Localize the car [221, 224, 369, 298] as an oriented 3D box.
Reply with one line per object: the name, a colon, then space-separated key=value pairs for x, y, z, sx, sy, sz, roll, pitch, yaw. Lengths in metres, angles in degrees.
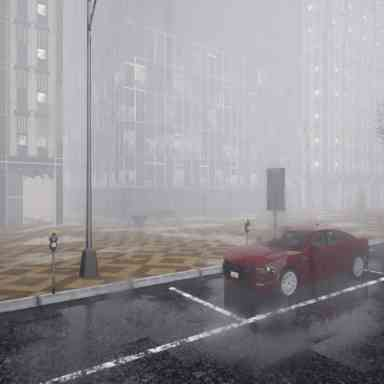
car: x=2.752 y=1.545 z=8.502 sx=4.507 sy=1.381 sz=1.887 roll=0 pitch=0 yaw=-35
